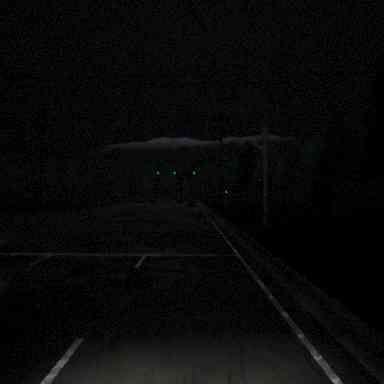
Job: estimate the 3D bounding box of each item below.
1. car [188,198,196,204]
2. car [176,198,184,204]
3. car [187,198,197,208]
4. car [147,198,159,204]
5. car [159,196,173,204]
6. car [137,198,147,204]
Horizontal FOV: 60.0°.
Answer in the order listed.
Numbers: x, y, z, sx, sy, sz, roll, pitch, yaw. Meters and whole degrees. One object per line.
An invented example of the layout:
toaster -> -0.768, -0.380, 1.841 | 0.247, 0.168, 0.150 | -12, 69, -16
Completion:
car -> 0.010, 2.489, 91.195 | 1.994, 1.385, 4.181 | 0, -1, 0
car -> -3.490, 2.434, 90.892 | 1.837, 1.490, 4.892 | 0, -1, 0
car -> 0.007, 2.227, 60.905 | 1.895, 1.301, 4.718 | 0, -1, 0
car -> -10.490, 2.432, 90.716 | 1.837, 1.490, 4.892 | 0, -1, 0
car -> -6.990, 2.290, 90.974 | 2.097, 1.767, 4.553 | 0, -1, 0
car -> -13.990, 2.460, 90.985 | 1.812, 1.442, 4.674 | 0, -1, 0
